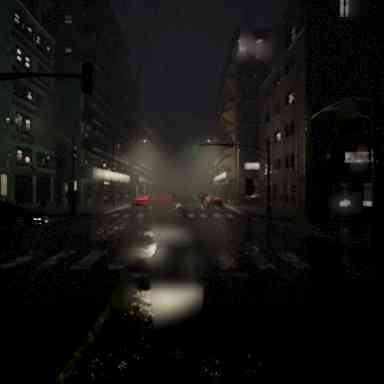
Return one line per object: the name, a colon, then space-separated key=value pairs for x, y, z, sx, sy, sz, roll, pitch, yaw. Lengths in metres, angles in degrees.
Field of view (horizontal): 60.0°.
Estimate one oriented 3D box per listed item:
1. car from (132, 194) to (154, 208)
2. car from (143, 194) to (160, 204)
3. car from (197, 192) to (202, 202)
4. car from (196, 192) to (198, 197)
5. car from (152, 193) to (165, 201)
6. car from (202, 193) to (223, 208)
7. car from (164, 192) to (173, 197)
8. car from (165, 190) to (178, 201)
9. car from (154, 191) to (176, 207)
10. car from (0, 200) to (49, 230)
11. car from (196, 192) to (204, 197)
car: x=-6.061 y=1.101 z=40.098 sx=1.887 sy=1.381 sz=4.507 roll=0 pitch=1 yaw=0
car: x=-6.043 y=1.000 z=50.200 sx=2.008 sy=1.369 sz=4.403 roll=0 pitch=1 yaw=0
car: x=2.296 y=0.951 z=55.926 sx=1.947 sy=1.339 sz=4.313 roll=0 pitch=1 yaw=0
car: x=2.214 y=0.811 z=67.254 sx=1.887 sy=1.381 sz=4.507 roll=0 pitch=1 yaw=0
car: x=-6.125 y=0.895 z=61.530 sx=1.947 sy=1.339 sz=4.313 roll=0 pitch=1 yaw=0
car: x=2.531 y=1.006 z=38.936 sx=1.967 sy=1.590 sz=4.097 roll=0 pitch=1 yaw=0
car: x=-6.328 y=0.589 z=89.850 sx=2.008 sy=1.369 sz=4.403 roll=0 pitch=1 yaw=0
car: x=-3.462 y=0.907 z=58.539 sx=2.033 sy=1.411 sz=5.357 roll=0 pitch=1 yaw=0
car: x=-3.382 y=1.013 z=41.995 sx=1.882 sy=1.535 sz=5.008 roll=0 pitch=1 yaw=0
car: x=-10.105 y=1.203 z=17.557 sx=4.892 sy=1.490 sz=1.837 roll=3 pitch=0 yaw=-1
car: x=2.052 y=0.585 z=89.910 sx=2.008 sy=1.369 sz=4.403 roll=0 pitch=1 yaw=0
